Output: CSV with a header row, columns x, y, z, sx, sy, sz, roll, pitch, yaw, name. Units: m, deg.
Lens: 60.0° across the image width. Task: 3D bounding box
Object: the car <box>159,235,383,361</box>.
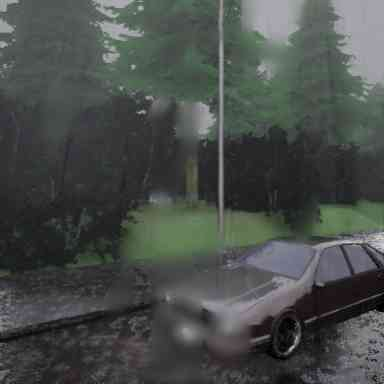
x,y,z,sx,sy,sz,roll,pitch,yaw,name
2.108,1.550,6.106,5.357,1.411,2.033,0,0,-35,car
